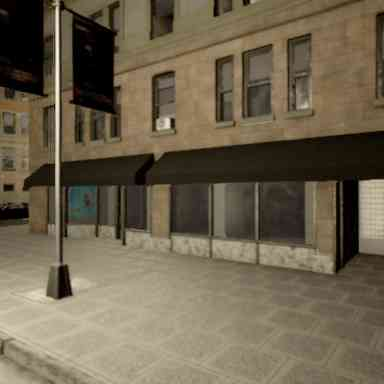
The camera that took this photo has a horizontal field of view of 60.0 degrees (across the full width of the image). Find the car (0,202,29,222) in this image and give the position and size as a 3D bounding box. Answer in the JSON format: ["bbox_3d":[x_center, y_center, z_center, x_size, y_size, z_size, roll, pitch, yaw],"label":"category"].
[{"bbox_3d":[-13.817,1.547,25.453,2.128,1.511,4.902,0,0,35],"label":"car"}]
